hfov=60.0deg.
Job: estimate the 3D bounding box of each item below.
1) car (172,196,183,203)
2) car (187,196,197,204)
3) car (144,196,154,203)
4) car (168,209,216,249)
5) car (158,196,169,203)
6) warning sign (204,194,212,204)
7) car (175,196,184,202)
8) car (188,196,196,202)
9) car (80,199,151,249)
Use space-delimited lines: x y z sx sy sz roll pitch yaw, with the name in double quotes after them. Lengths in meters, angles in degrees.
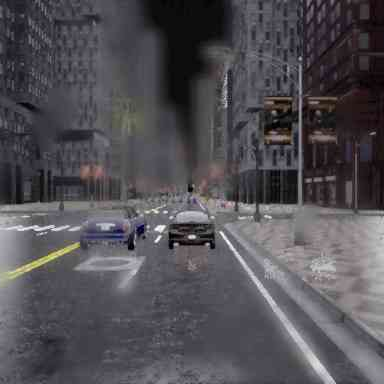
-3.251 1.713 71.640 1.994 1.385 4.181 0 -1 0 "car"
0.000 1.735 69.591 1.812 1.442 4.674 0 -1 0 "car"
-9.749 1.771 76.301 2.128 1.511 4.902 0 -1 0 "car"
0.000 1.492 14.652 1.882 1.535 5.008 0 0 0 "car"
-6.499 1.602 76.332 2.097 1.767 4.553 0 -1 0 "car"
2.860 1.244 59.420 1.300 1.860 1.060 1 0 0 "warning sign"
-3.250 1.782 85.010 2.033 1.411 5.357 0 -1 0 "car"
0.000 1.742 85.010 1.837 1.490 4.892 0 -1 0 "car"
-3.250 1.373 14.622 2.097 1.767 4.553 0 0 0 "car"
